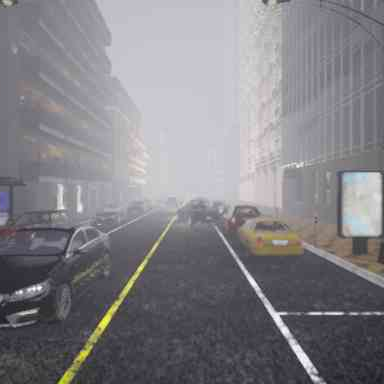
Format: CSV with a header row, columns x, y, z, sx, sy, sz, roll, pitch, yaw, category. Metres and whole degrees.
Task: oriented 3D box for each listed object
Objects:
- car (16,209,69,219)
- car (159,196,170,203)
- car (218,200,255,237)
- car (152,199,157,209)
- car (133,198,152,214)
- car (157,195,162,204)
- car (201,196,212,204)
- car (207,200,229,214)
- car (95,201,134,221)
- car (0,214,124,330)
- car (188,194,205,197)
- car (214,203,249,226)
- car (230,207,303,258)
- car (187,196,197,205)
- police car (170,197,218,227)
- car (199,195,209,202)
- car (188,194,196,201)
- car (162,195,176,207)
x,y,z,sx,sy,sz,roll,pitch,yaw,category
-5.689,1.421,12.282,1.967,1.590,4.097,0,0,0,car
-5.682,1.501,68.767,1.802,1.307,4.206,0,0,0,car
2.692,1.412,17.929,1.967,1.590,4.097,0,0,0,car
-5.686,1.469,40.355,1.752,1.417,4.829,0,0,0,car
-5.687,1.516,34.876,1.947,1.339,4.313,0,0,0,car
-5.682,1.364,63.119,1.967,1.590,4.097,0,0,0,car
2.698,1.468,63.118,1.887,1.381,4.507,0,0,0,car
2.694,1.516,34.875,1.947,1.339,4.313,0,0,0,car
-5.688,1.515,23.579,2.008,1.369,4.403,0,0,0,car
-3.099,1.480,7.183,2.128,1.511,4.902,0,0,0,car
0.905,1.297,39.058,2.097,1.767,4.553,0,0,0,car
2.692,1.515,23.579,2.008,1.369,4.403,0,0,0,car
2.691,1.506,12.451,1.752,1.417,4.829,0,0,0,car
0.008,1.453,58.768,1.812,1.442,4.674,0,0,0,car
0.250,1.390,23.076,1.930,1.638,5.238,0,0,-18,police car
2.699,1.466,74.415,2.008,1.369,4.403,0,0,0,car
0.011,1.253,74.495,1.812,1.442,4.674,0,0,0,car
-3.063,1.411,50.802,1.882,1.535,5.008,0,0,0,car
